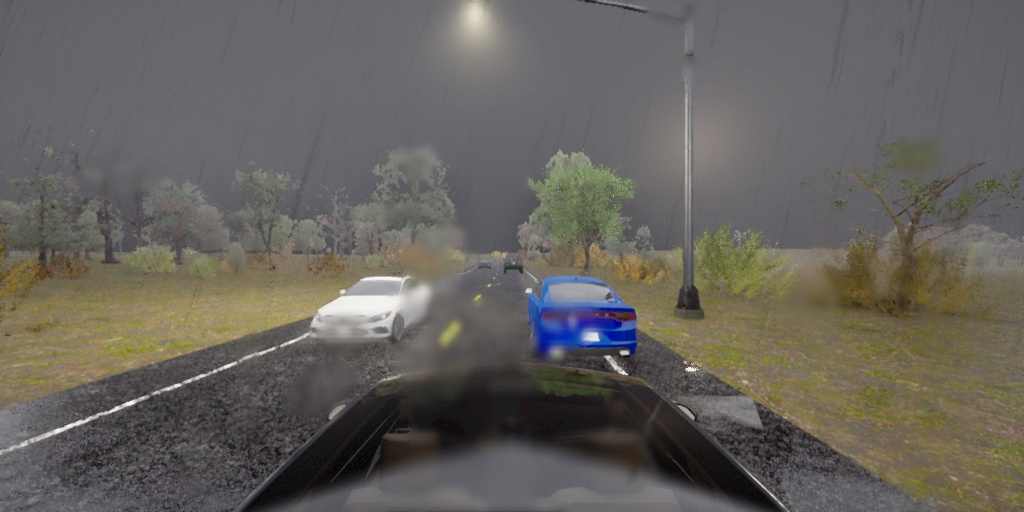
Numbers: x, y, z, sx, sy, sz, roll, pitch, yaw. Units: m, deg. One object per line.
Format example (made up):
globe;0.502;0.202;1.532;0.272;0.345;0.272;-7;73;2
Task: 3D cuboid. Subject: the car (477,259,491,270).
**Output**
car;-3.812;1.194;50.284;2.033;1.411;5.357;0;0;-2

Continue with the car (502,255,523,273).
car;0.107;0.891;41.765;2.150;2.045;5.566;0;0;-2

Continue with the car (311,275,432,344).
car;-3.442;1.264;9.725;1.812;1.442;4.674;0;0;1

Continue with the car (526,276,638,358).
car;1.384;1.218;8.519;1.882;1.535;5.008;0;0;1
